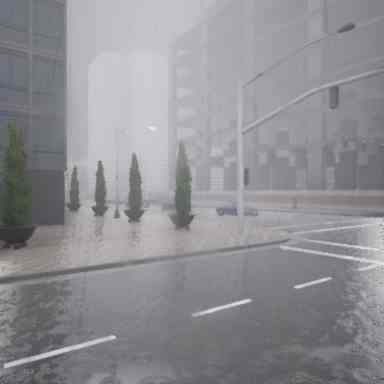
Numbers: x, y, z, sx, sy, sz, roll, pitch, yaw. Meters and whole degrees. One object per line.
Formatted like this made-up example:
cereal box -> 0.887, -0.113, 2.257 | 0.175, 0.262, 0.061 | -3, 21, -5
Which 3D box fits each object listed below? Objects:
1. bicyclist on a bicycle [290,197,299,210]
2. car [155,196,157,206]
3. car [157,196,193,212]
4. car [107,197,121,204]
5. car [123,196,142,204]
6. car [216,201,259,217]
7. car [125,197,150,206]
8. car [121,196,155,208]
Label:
bicyclist on a bicycle -> 12.350, 1.372, 40.165 | 1.656, 1.620, 0.582 | 0, 0, -36
car -> -6.400, 1.427, 57.896 | 2.097, 1.767, 4.553 | 0, 0, -35
car -> -1.799, 1.421, 39.305 | 2.097, 1.767, 4.553 | 0, 0, -36
car -> -14.500, 1.640, 63.046 | 1.994, 1.385, 4.181 | 0, 0, -36
car -> -11.662, 1.582, 65.095 | 1.837, 1.490, 4.892 | 0, 0, -36
car -> 4.149, 1.593, 31.088 | 1.812, 1.442, 4.674 | 0, 0, -36
car -> -9.236, 1.566, 55.845 | 2.128, 1.511, 4.902 | 0, 0, -35
car -> -7.820, 1.563, 47.668 | 2.128, 1.511, 4.902 | 0, 0, -36
